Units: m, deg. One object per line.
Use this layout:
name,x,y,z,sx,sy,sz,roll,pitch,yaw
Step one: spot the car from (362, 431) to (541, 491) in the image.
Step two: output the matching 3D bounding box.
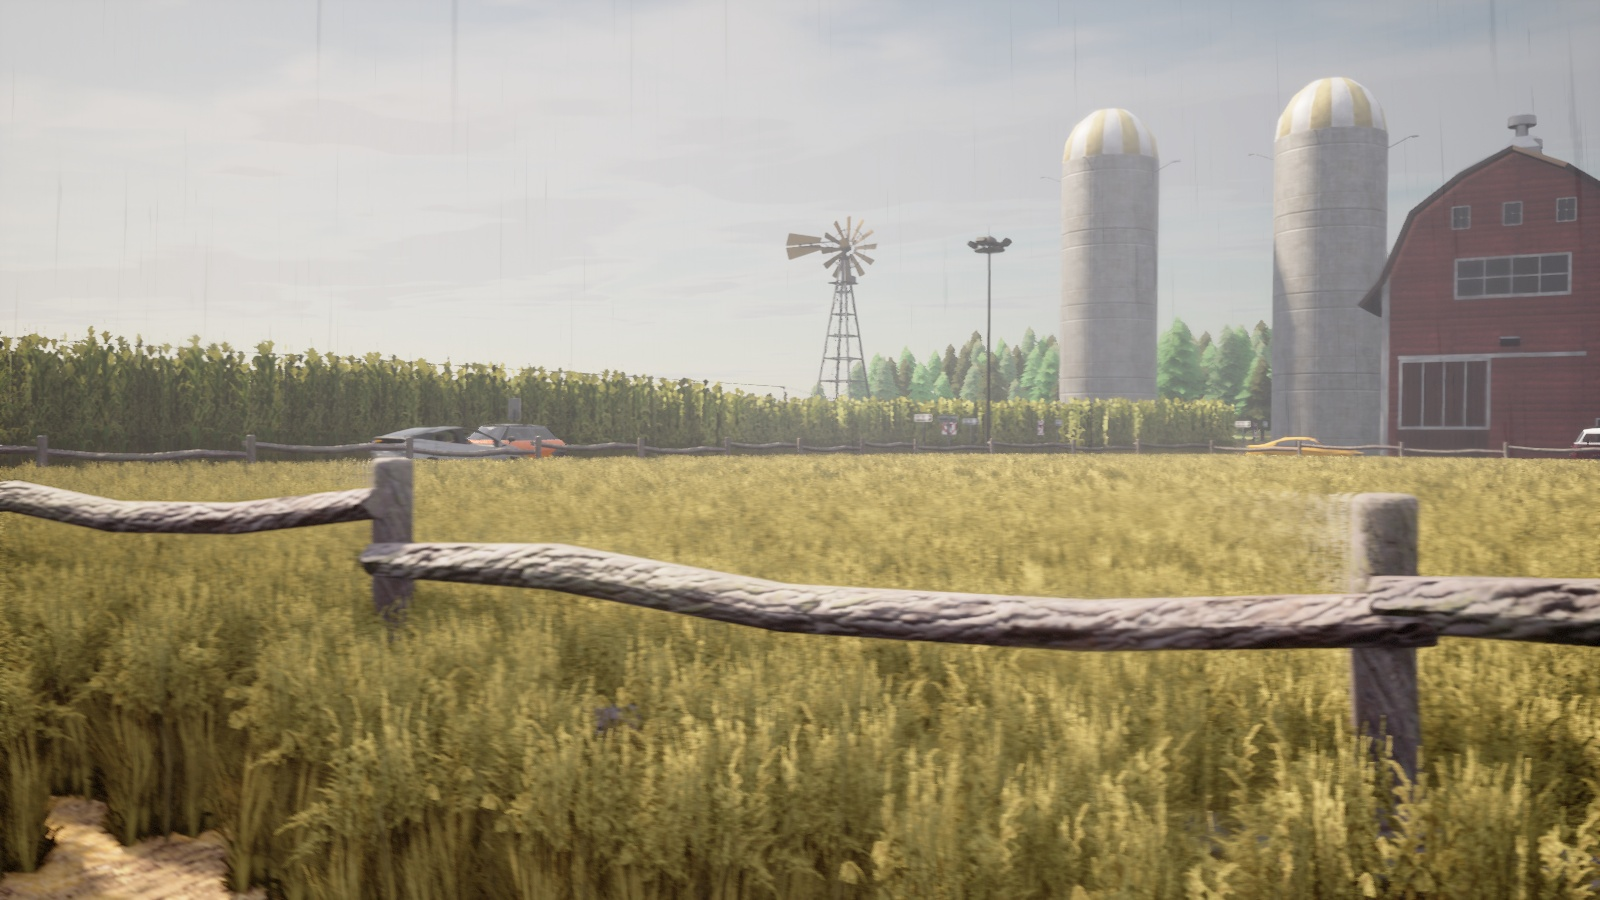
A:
car,-9.461,0.255,34.444,2.007,1.525,4.514,0,0,34

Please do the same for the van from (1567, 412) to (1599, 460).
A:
van,35.487,-0.596,53.740,4.480,2.038,2.069,0,1,30

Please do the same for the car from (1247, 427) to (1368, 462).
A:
car,23.017,-0.255,56.970,5.008,1.535,1.882,0,1,24

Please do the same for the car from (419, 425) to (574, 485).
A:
car,-9.559,0.125,39.860,2.097,1.767,4.553,0,1,34
